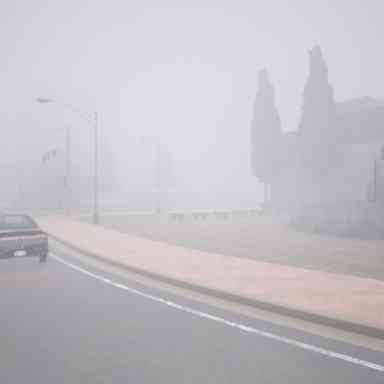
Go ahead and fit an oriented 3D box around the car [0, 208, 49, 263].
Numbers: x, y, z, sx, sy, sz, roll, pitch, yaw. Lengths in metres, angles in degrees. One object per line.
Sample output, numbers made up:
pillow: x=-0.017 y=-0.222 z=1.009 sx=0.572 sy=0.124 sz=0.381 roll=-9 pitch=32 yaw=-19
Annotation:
car: x=-6.241 y=1.491 z=11.146 sx=2.128 sy=1.511 sz=4.902 roll=0 pitch=0 yaw=-38
